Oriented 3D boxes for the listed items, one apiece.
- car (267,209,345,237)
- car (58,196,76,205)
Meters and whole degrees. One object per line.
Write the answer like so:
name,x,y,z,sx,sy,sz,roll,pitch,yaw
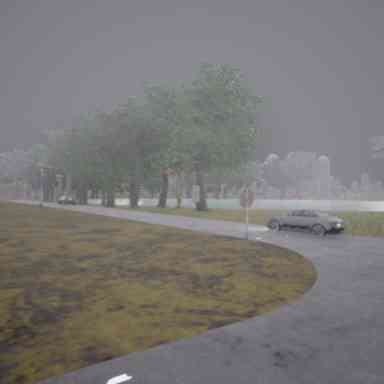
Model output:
car,6.360,1.665,18.817,1.994,1.385,4.181,2,-1,-40
car,-22.075,1.418,58.584,2.097,1.767,4.553,2,-1,-36
